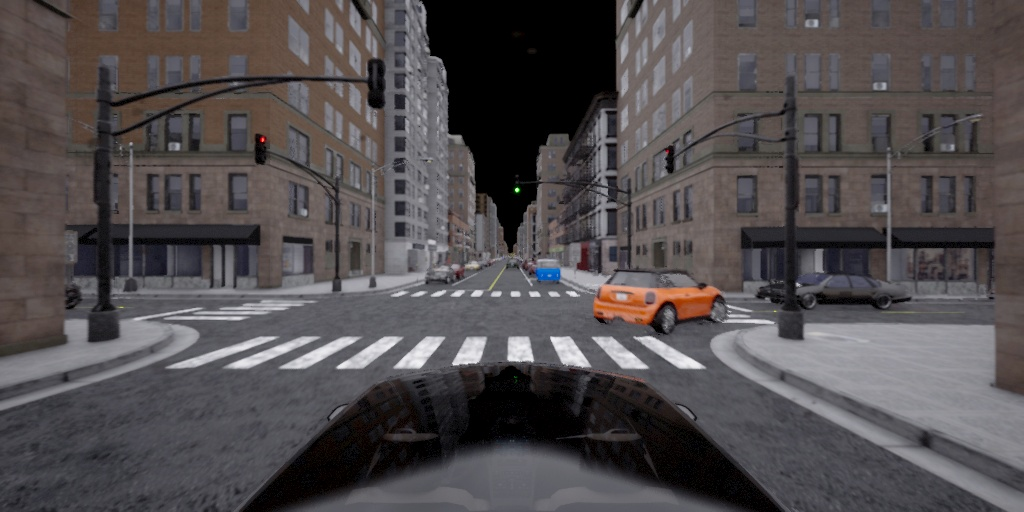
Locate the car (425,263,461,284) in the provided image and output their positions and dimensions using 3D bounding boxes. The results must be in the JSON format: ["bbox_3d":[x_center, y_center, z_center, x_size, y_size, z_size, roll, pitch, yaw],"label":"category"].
[{"bbox_3d":[-5.368,1.351,27.143,2.007,1.370,4.403,0,0,0],"label":"car"}]

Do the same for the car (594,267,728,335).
[{"bbox_3d":[4.593,1.146,10.891,4.553,1.767,2.097,1,0,-38],"label":"car"}]

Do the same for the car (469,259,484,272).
[{"bbox_3d":[-5.350,1.368,49.701,1.751,1.417,4.829,0,0,0],"label":"car"}]

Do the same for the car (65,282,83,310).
[{"bbox_3d":[-17.545,1.150,11.986,5.008,1.535,1.882,0,0,0],"label":"car"}]

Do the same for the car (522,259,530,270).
[{"bbox_3d":[2.675,1.425,49.871,1.802,1.307,4.207,0,0,0],"label":"car"}]

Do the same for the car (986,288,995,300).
[{"bbox_3d":[23.550,1.475,14.981,5.357,1.411,2.033,0,0,0],"label":"car"}]

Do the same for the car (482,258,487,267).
[{"bbox_3d":[-5.346,1.416,55.553,1.948,1.339,4.313,0,0,0],"label":"car"}]

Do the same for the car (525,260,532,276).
[{"bbox_3d":[2.666,1.405,38.508,1.802,1.307,4.207,0,0,0],"label":"car"}]

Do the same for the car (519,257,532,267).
[{"bbox_3d":[2.680,1.165,55.552,2.192,1.841,5.009,0,0,0],"label":"car"}]

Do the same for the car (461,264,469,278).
[{"bbox_3d":[-5.363,1.357,32.824,1.888,1.381,4.507,0,0,0],"label":"car"}]

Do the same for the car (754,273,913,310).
[{"bbox_3d":[13.279,1.414,14.962,5.357,1.411,2.033,0,0,-1],"label":"car"}]

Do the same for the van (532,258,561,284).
[{"bbox_3d":[2.657,1.142,27.145,1.690,1.789,3.998,0,0,0],"label":"van"}]

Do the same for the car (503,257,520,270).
[{"bbox_3d":[0.096,1.204,56.691,2.097,1.767,4.553,0,0,1],"label":"car"}]
